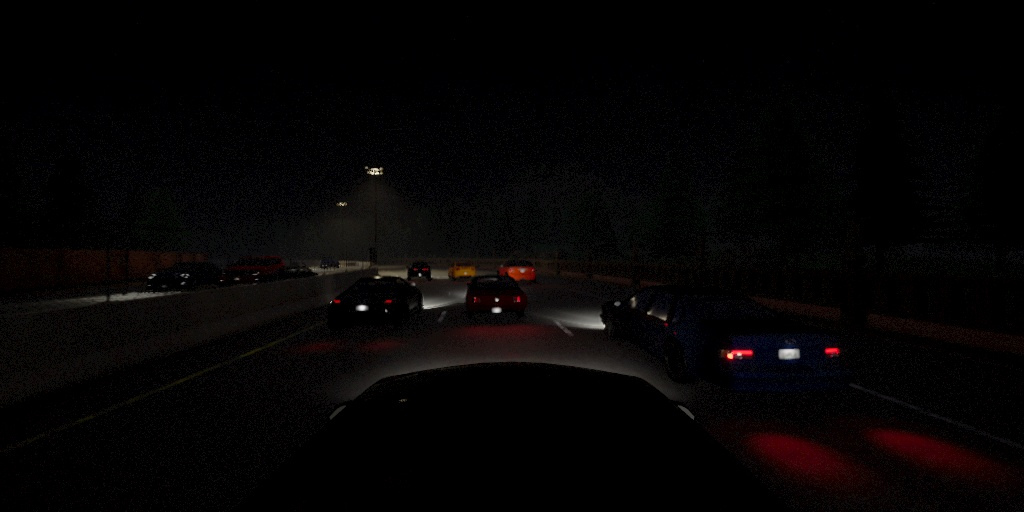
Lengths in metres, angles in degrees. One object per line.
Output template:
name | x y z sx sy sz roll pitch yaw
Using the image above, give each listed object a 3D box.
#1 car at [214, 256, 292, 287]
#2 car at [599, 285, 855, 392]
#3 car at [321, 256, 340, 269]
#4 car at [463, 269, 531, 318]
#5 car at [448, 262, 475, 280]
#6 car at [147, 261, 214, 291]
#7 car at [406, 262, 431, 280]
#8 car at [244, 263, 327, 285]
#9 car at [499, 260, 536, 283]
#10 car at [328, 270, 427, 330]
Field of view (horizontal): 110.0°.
car | -17.165 1.016 24.162 2.150 2.045 5.566 0 0 -15
car | 3.341 1.276 7.021 2.033 1.411 5.357 0 0 -3
car | -29.205 1.025 57.633 2.150 2.045 5.566 0 0 -35
car | -0.707 1.339 12.983 1.895 1.301 4.718 0 0 -7
car | -4.325 1.208 30.716 1.882 1.535 5.008 0 0 -16
car | -20.433 1.162 22.657 2.097 1.767 4.553 0 0 -15
car | -8.059 1.251 31.011 1.837 1.490 4.892 0 0 -17
car | -12.734 1.328 20.660 2.033 1.411 5.357 0 0 -12
car | 0.276 1.068 26.990 2.097 1.767 4.553 0 0 -13
car | -4.073 1.319 11.292 1.994 1.385 4.181 0 0 -5
